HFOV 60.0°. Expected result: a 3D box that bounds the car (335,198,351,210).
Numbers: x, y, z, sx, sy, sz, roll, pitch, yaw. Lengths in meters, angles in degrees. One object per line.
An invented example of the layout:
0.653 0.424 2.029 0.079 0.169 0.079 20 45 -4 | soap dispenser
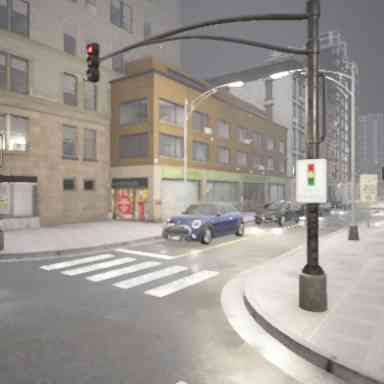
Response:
17.081 1.377 38.524 1.994 1.385 4.181 0 0 36 | car

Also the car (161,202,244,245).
0.619 1.287 15.454 2.097 1.767 4.553 0 0 35 | car

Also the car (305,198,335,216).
11.291 1.419 30.430 1.994 1.385 4.181 0 0 36 | car

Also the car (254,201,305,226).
5.899 1.400 22.874 1.837 1.490 4.892 0 0 35 | car
